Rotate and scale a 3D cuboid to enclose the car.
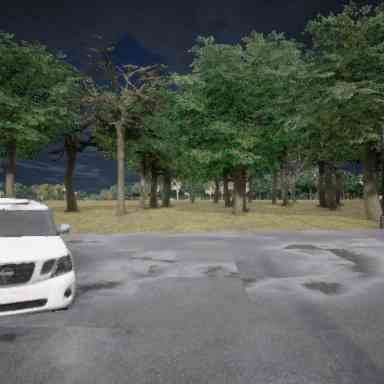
[{"bbox_3d":[-4.120,1.214,7.418,2.150,2.045,5.566,2,0,-29],"label":"car"}]
